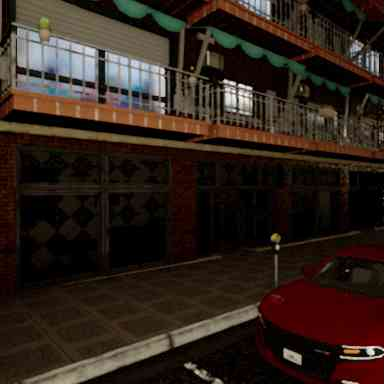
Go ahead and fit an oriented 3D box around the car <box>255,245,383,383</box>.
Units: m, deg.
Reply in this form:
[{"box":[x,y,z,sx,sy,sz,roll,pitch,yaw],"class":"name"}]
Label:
[{"box":[2.825,1.539,5.041,4.507,1.381,1.887,0,0,-39],"class":"car"}]
